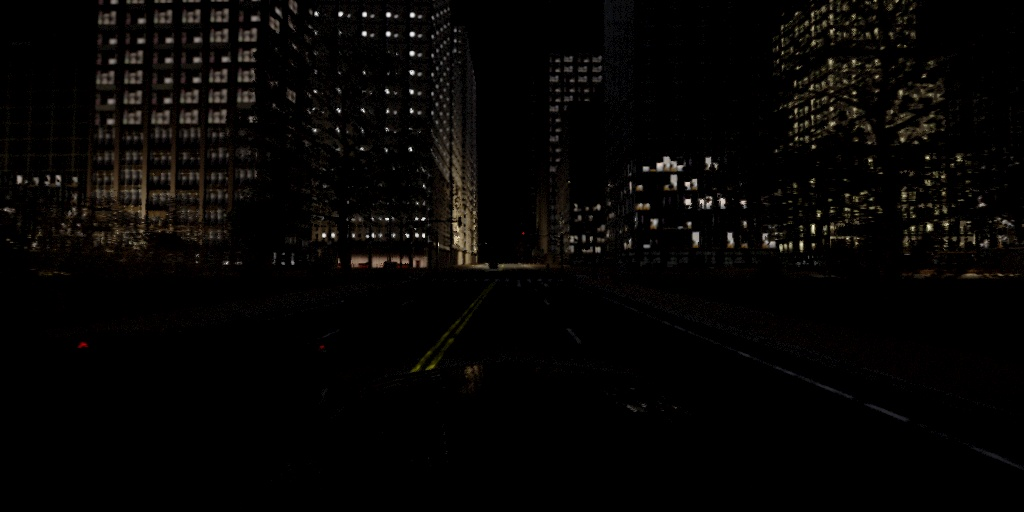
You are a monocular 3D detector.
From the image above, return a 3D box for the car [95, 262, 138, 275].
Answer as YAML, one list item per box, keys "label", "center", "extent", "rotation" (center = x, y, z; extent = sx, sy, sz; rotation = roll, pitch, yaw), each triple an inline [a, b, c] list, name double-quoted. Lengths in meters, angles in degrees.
- label: "car"
  center: [-47.450, 1.642, 42.614]
  extent: [4.181, 1.385, 1.994]
  rotation: [0, -1, 2]

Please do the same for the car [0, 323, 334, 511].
- label: "car"
  center: [-3.350, 1.329, 3.040]
  extent: [1.994, 1.385, 4.181]
  rotation: [0, -1, 0]

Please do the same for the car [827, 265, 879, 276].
- label: "car"
  center: [43.774, 1.884, 46.049]
  extent: [5.357, 1.411, 2.033]
  rotation: [0, -1, 2]

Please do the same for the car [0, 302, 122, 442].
- label: "car"
  center: [-6.599, 1.329, 3.054]
  extent: [1.994, 1.385, 4.181]
  rotation: [0, -1, 0]
